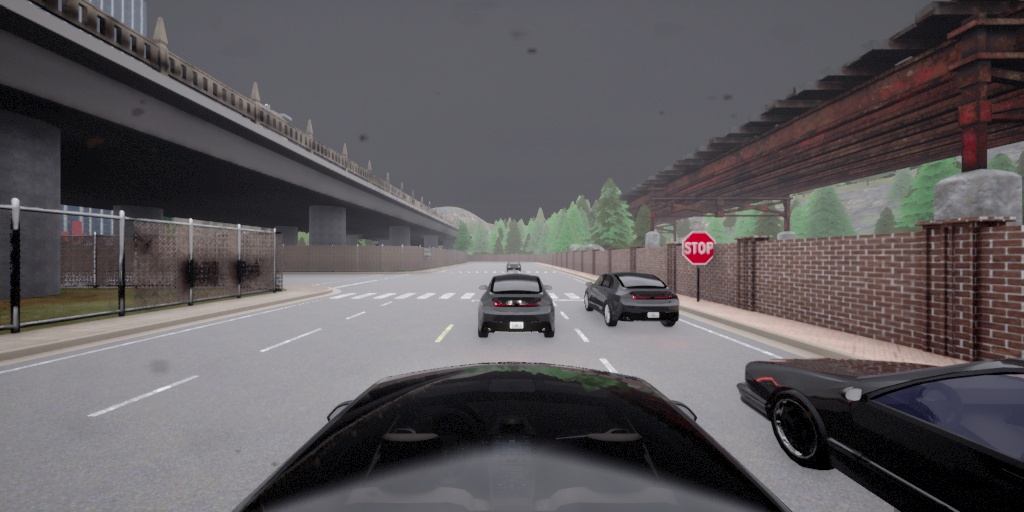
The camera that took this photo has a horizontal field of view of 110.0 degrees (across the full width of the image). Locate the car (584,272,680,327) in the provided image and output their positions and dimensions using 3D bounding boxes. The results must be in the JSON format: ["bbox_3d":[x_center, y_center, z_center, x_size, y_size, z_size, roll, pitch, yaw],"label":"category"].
[{"bbox_3d":[3.608,1.254,11.545,1.837,1.490,4.892,0,0,0],"label":"car"}]

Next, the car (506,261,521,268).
[{"bbox_3d":[0.222,1.348,46.349,1.895,1.301,4.718,0,0,-1],"label":"car"}]

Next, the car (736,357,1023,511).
[{"bbox_3d":[3.600,1.297,1.798,2.033,1.411,5.357,0,0,0],"label":"car"}]

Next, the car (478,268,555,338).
[{"bbox_3d":[0.105,1.254,10.188,1.837,1.490,4.892,0,0,0],"label":"car"}]
